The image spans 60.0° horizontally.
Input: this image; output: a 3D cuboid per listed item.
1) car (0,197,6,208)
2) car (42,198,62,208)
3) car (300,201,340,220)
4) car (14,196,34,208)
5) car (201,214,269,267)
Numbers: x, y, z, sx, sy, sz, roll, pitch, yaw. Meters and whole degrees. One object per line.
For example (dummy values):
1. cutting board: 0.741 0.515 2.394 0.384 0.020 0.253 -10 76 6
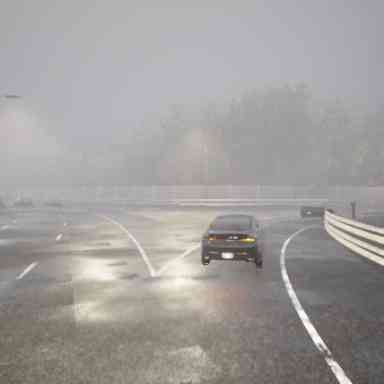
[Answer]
1. car: -28.031 1.386 47.416 2.097 1.767 4.553 0 0 -36
2. car: -20.816 1.587 49.512 2.033 1.411 5.357 0 0 -35
3. car: 11.023 1.514 28.357 1.882 1.535 5.008 -1 -1 43
4. car: -24.746 1.389 48.838 2.097 1.767 4.553 0 0 -36
5. car: 1.571 1.517 11.542 1.837 1.490 4.892 -1 0 14
